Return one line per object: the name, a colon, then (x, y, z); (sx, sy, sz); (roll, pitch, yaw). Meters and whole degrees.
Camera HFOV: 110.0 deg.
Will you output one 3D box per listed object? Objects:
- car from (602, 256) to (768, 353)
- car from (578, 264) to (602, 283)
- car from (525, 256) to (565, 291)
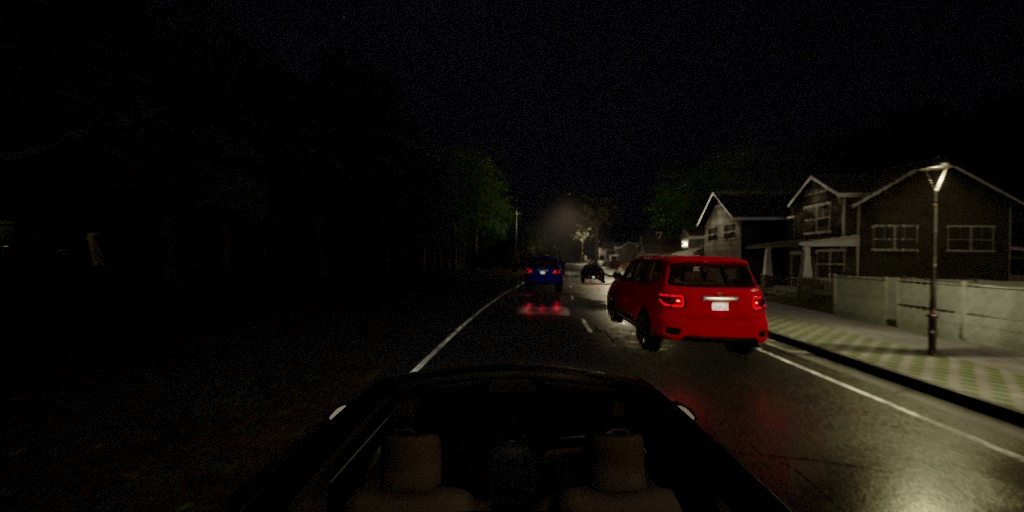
car: (4.004, 1.019, 9.233); (2.150, 2.045, 5.566); (1, 0, 4)
car: (6.870, 1.453, 30.969); (1.837, 1.490, 4.892); (1, 0, 9)
car: (2.088, 1.036, 22.710); (2.150, 2.045, 5.566); (1, 0, 8)
